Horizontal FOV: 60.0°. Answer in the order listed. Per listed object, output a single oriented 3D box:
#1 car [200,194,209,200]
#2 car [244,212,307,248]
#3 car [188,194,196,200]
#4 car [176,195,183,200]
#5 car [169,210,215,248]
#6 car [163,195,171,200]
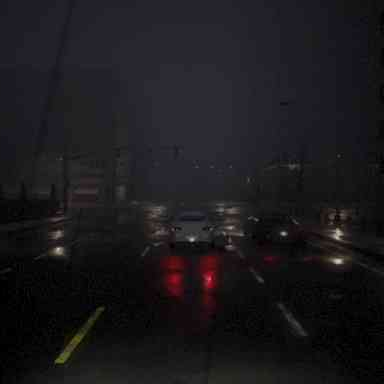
[{"bbox_3d":[3.500,1.431,88.704,1.994,1.385,4.181,0,0,0],"label":"car"},{"bbox_3d":[3.500,1.571,14.650,1.994,1.385,4.181,0,0,0],"label":"car"},{"bbox_3d":[0.000,1.390,88.394,2.128,1.511,4.902,0,0,0],"label":"car"},{"bbox_3d":[-3.500,1.533,93.285,2.033,1.411,5.357,0,0,0],"label":"car"},{"bbox_3d":[0.000,1.531,14.650,1.812,1.442,4.674,0,0,0],"label":"car"},{"bbox_3d":[-7.000,1.517,93.285,1.812,1.442,4.674,0,0,0],"label":"car"}]
